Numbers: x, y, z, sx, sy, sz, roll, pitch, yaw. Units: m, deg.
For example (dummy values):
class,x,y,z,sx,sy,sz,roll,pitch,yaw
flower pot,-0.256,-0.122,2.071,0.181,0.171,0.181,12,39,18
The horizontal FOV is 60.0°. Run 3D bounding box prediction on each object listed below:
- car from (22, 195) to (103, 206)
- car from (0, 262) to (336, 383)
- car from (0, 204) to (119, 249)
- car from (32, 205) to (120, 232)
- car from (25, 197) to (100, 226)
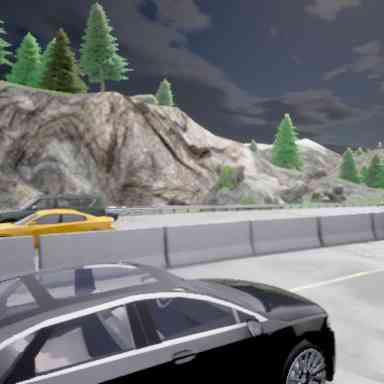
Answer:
class,x,y,z,sx,sy,sz,roll,pitch,yaw
car,-6.905,1.159,16.094,5.566,2.045,2.150,0,0,-34
car,-0.590,1.476,3.195,4.902,1.511,2.128,0,0,-35
car,-5.496,1.428,12.790,5.008,1.535,1.882,0,0,-34
car,-6.980,1.517,20.220,4.718,1.301,1.895,0,0,-33
car,-8.940,1.260,23.066,4.553,1.767,2.097,0,0,-33
